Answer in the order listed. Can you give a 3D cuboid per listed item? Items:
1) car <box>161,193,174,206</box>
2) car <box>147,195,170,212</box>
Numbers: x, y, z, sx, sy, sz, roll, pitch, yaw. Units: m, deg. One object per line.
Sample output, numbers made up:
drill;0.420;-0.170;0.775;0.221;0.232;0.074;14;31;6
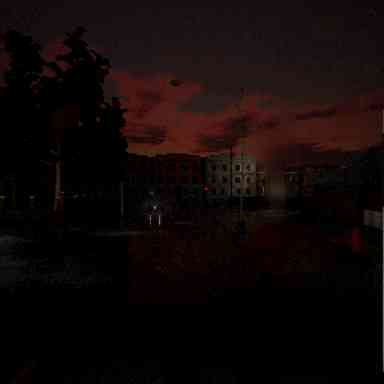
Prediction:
car;-4.103;1.223;53.410;2.150;2.045;5.566;0;0;1
car;-4.142;1.491;39.507;2.128;1.511;4.902;0;0;0
